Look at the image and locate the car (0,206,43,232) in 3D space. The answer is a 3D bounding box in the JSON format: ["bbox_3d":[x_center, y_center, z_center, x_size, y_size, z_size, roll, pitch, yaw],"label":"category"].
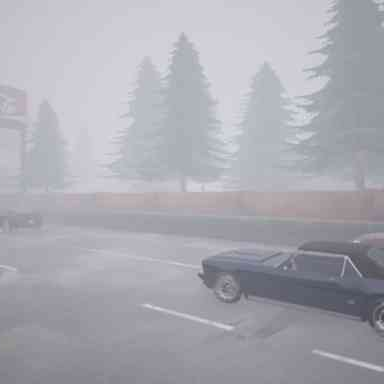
[{"bbox_3d":[-11.546,1.645,21.321,5.008,1.535,1.882,-1,-1,37],"label":"car"}]

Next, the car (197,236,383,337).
[{"bbox_3d":[2.459,1.639,6.605,4.718,1.301,1.895,0,0,36],"label":"car"}]

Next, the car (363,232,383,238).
[{"bbox_3d":[6.210,1.390,8.255,4.553,1.767,2.097,-1,-1,35],"label":"car"}]
